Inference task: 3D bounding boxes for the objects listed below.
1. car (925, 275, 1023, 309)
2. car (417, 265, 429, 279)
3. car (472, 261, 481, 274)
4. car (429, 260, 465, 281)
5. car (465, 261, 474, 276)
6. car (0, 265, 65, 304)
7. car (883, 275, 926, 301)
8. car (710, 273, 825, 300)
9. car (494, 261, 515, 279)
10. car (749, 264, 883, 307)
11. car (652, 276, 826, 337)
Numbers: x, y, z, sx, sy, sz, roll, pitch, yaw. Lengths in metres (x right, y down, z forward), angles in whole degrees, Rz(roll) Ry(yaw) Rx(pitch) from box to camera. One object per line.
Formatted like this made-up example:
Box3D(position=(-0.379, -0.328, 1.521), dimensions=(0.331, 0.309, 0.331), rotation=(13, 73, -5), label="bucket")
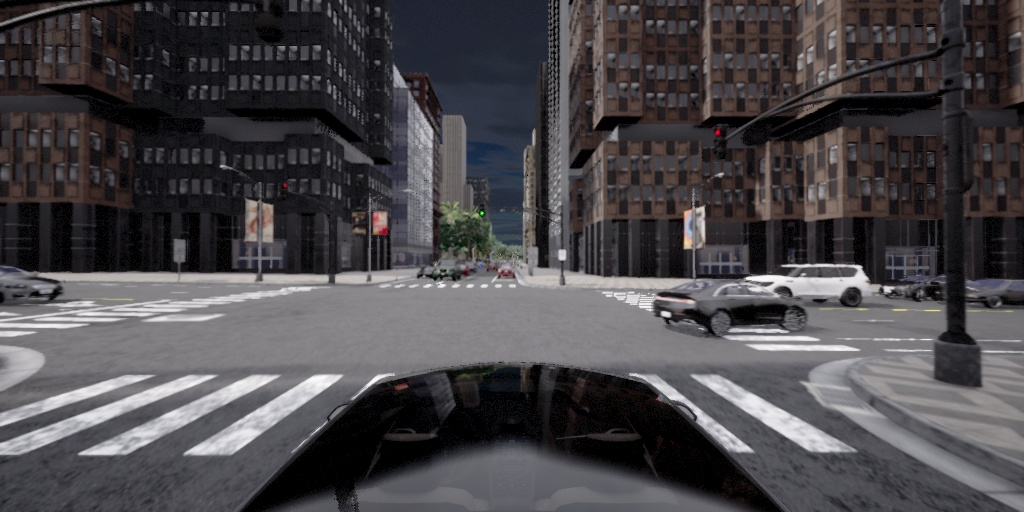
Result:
Box3D(position=(24.841, 1.878, 18.104), dimensions=(5.357, 1.411, 2.033), rotation=(1, -1, 0), label="car")
Box3D(position=(-9.125, 1.776, 39.285), dimensions=(1.948, 1.339, 4.313), rotation=(0, 0, 0), label="car")
Box3D(position=(-6.490, 1.800, 55.933), dimensions=(2.097, 1.767, 4.553), rotation=(0, -1, 0), label="car")
Box3D(position=(-6.438, 1.388, 36.187), dimensions=(2.150, 2.045, 5.566), rotation=(0, -1, 0), label="car")
Box3D(position=(-6.488, 1.786, 46.174), dimensions=(1.882, 1.535, 5.008), rotation=(0, -1, 0), label="car")
Box3D(position=(-21.117, 1.124, 14.416), dimensions=(4.902, 1.511, 2.128), rotation=(1, -1, 1), label="car")
Box3D(position=(24.809, 1.857, 21.356), dimensions=(4.902, 1.511, 2.128), rotation=(1, -1, -1), label="car")
Box3D(position=(15.009, 1.769, 21.292), dimensions=(5.357, 1.411, 2.033), rotation=(1, -1, 1), label="car")
Box3D(position=(-0.600, 1.651, 39.337), dimensions=(1.967, 1.591, 4.097), rotation=(0, 0, 0), label="car")
Box3D(position=(14.601, 1.402, 18.033), dimensions=(5.566, 2.045, 2.150), rotation=(1, -1, 1), label="car")
Box3D(position=(6.697, 1.486, 11.004), dimensions=(4.902, 1.511, 2.128), rotation=(1, -2, -19), label="car")
